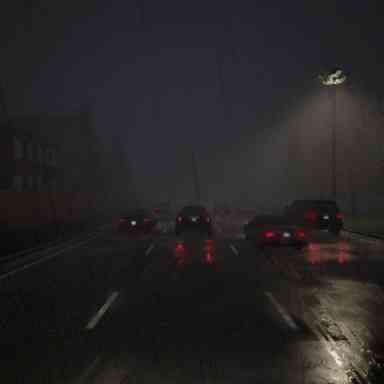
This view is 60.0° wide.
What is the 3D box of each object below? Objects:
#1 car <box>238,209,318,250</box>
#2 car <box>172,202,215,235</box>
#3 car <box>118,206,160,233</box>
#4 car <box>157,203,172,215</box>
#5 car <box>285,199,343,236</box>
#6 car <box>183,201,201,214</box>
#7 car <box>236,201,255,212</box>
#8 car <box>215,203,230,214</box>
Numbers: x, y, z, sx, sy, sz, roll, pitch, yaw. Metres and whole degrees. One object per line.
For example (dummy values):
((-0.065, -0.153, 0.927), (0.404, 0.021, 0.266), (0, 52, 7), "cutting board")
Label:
((3.598, 1.721, 15.141), (2.033, 1.411, 5.357), (0, -1, 0), "car")
((0.098, 1.587, 20.649), (2.097, 1.767, 4.553), (0, -1, 0), "car")
((-3.402, 1.808, 21.395), (1.994, 1.385, 4.181), (0, -1, 0), "car")
((-3.474, 2.017, 41.182), (2.033, 1.411, 5.357), (0, -1, 1), "car")
((7.099, 1.454, 20.272), (2.150, 2.045, 5.566), (0, 0, 0), "car")
((0.046, 1.983, 43.143), (2.128, 1.511, 4.902), (0, -1, 1), "car")
((7.053, 1.979, 44.123), (1.882, 1.535, 5.008), (0, 0, 0), "car")
((3.515, 2.068, 41.048), (1.895, 1.301, 4.718), (0, -1, 0), "car")
